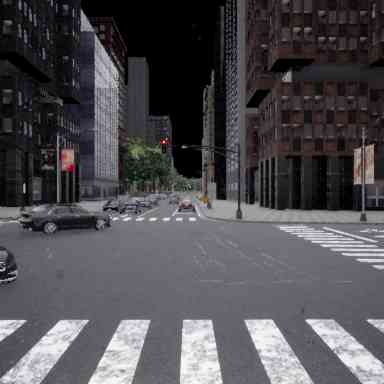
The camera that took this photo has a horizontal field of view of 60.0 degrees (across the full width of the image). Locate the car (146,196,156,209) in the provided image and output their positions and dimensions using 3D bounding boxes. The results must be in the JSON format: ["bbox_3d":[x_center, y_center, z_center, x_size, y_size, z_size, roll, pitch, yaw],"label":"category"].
[{"bbox_3d":[-6.506,1.586,45.378,1.994,1.385,4.181,0,0,-1],"label":"car"}]

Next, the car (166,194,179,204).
[{"bbox_3d":[-3.431,1.616,64.768,2.033,1.411,5.357,0,0,0],"label":"car"}]

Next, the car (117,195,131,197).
[{"bbox_3d":[-9.159,1.335,44.370,2.192,1.841,5.009,0,0,0],"label":"car"}]

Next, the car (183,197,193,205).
[{"bbox_3d":[-0.735,1.603,60.694,1.887,1.381,4.507,0,0,0],"label":"car"}]

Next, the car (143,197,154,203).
[{"bbox_3d":[-9.328,1.669,71.499,1.802,1.307,4.206,0,0,0],"label":"car"}]

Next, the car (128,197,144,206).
[{"bbox_3d":[-9.225,1.570,55.051,1.752,1.417,4.829,0,0,0],"label":"car"}]

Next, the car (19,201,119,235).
[{"bbox_3d":[-6.811,1.432,18.317,1.837,1.490,4.892,4,2,43],"label":"car"}]

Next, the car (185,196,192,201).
[{"bbox_3d":[-0.940,1.696,93.243,1.887,1.381,4.507,0,0,0],"label":"car"}]

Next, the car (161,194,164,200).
[{"bbox_3d":[-9.431,1.449,87.777,2.192,1.841,5.009,0,0,0],"label":"car"}]

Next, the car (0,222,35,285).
[{"bbox_3d":[-6.363,1.467,8.287,4.892,1.490,1.837,2,-1,30],"label":"car"}]

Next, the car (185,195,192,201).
[{"bbox_3d":[-0.905,1.574,87.819,1.967,1.590,4.097,0,0,0],"label":"car"}]

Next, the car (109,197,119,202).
[{"bbox_3d":[-9.124,1.574,38.944,1.947,1.339,4.313,0,0,0],"label":"car"}]

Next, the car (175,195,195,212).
[{"bbox_3d":[-0.599,1.448,38.995,1.967,1.590,4.097,0,0,0],"label":"car"}]

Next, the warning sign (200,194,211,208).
[{"bbox_3d":[1.689,1.132,42.679,1.300,1.860,1.060,0,0,0],"label":"warning sign"}]

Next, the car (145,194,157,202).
[{"bbox_3d":[-9.363,1.417,76.926,2.192,1.841,5.009,0,0,0],"label":"car"}]

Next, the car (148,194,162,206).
[{"bbox_3d":[-6.549,1.551,55.571,1.837,1.490,4.892,0,0,0],"label":"car"}]

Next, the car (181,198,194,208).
[{"bbox_3d":[-0.667,1.614,49.844,1.802,1.307,4.206,0,0,0],"label":"car"}]

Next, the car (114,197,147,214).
[{"bbox_3d":[-6.446,1.548,35.423,2.033,1.411,5.357,0,0,-1],"label":"car"}]

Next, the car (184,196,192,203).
[{"bbox_3d":[-0.804,1.612,71.714,1.752,1.417,4.829,0,0,0],"label":"car"}]
